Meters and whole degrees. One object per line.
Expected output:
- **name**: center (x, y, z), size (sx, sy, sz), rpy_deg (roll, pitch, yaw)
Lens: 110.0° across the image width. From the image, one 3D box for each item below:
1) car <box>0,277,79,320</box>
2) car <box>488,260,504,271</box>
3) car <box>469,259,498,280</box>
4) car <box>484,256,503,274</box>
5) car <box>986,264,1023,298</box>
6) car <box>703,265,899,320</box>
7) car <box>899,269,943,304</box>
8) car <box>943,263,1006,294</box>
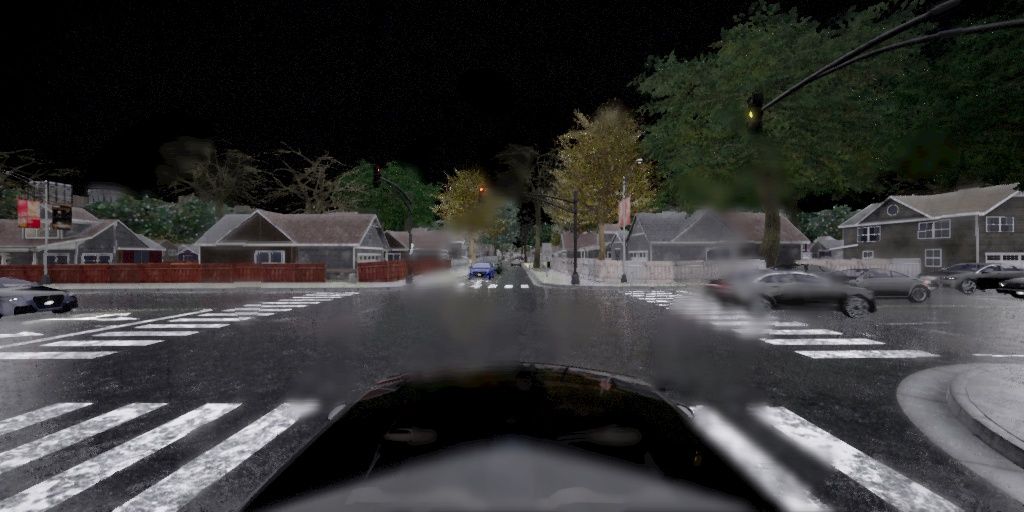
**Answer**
- **car**: center (-17.599, 1.410, 12.146), size (4.181, 1.385, 1.994), rpy_deg (0, 0, 1)
- **car**: center (-2.269, 1.331, 51.975), size (2.033, 1.411, 5.357), rpy_deg (0, 0, 1)
- **car**: center (-2.595, 1.241, 31.422), size (1.882, 1.535, 5.008), rpy_deg (0, 0, 1)
- **car**: center (-2.401, 0.994, 41.658), size (2.150, 2.045, 5.566), rpy_deg (0, 0, 1)
- **car**: center (23.953, 1.149, 14.935), size (5.357, 1.411, 2.033), rpy_deg (0, 0, 1)
- **car**: center (8.946, 1.178, 11.725), size (4.902, 1.511, 2.128), rpy_deg (0, 0, 1)
- **car**: center (14.716, 1.217, 15.082), size (4.181, 1.385, 1.994), rpy_deg (0, 0, 1)
- **car**: center (23.592, 1.093, 18.193), size (4.902, 1.511, 2.128), rpy_deg (0, 0, 1)
